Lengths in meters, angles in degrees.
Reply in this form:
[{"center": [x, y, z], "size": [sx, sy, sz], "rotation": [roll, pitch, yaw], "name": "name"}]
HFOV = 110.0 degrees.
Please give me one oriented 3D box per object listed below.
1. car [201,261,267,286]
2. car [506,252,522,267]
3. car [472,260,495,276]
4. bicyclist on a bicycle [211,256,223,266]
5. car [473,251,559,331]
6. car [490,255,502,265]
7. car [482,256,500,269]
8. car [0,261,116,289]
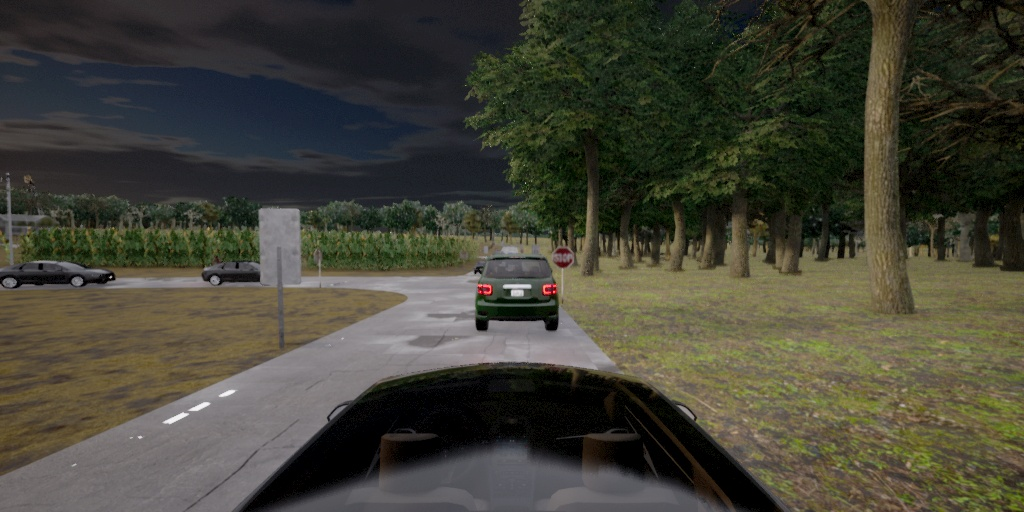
[{"center": [-16.991, 1.075, 23.100], "size": [4.892, 1.490, 1.837], "rotation": [0, 2, -7], "name": "car"}, {"center": [0.219, 0.484, 51.869], "size": [2.150, 2.045, 5.566], "rotation": [0, 1, 0], "name": "car"}, {"center": [-2.758, 1.161, 35.915], "size": [1.895, 1.301, 4.718], "rotation": [0, 1, 0], "name": "car"}, {"center": [-23.380, 0.805, 28.447], "size": [0.582, 1.620, 1.656], "rotation": [0, 1, -11], "name": "bicyclist on a bicycle"}, {"center": [0.125, 0.955, 11.065], "size": [2.150, 2.045, 5.566], "rotation": [0, 0, 0], "name": "car"}, {"center": [-2.651, 0.601, 59.446], "size": [1.812, 1.442, 4.674], "rotation": [0, 1, 1], "name": "car"}, {"center": [-2.718, 0.858, 47.159], "size": [2.128, 1.511, 4.902], "rotation": [0, 1, 0], "name": "car"}, {"center": [-26.875, 1.059, 21.216], "size": [4.892, 1.490, 1.837], "rotation": [0, 2, -17], "name": "car"}]
